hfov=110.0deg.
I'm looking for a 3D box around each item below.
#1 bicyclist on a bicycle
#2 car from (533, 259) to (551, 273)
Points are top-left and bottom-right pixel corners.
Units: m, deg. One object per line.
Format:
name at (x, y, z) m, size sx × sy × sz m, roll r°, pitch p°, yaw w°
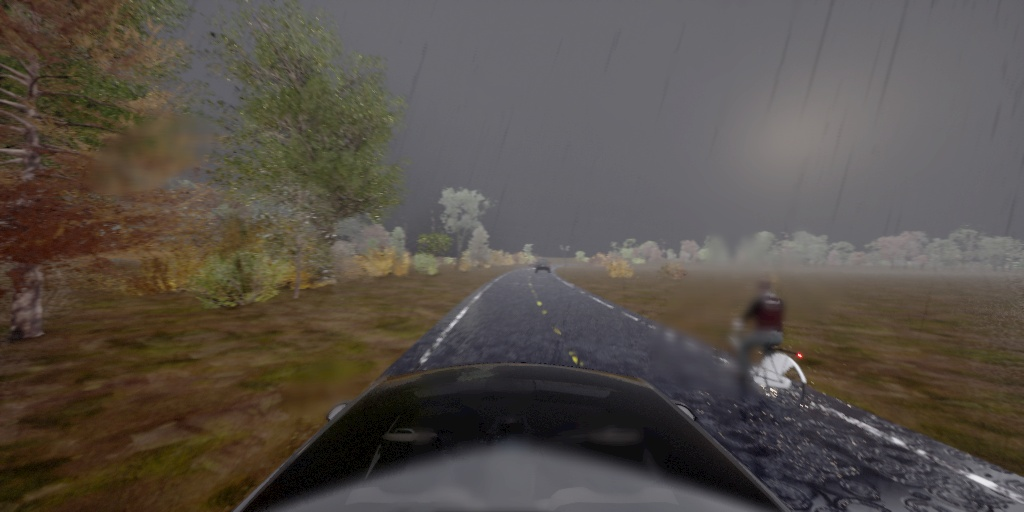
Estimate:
bicyclist on a bicycle at (3.696, 1.219, 5.476) m, size 0.659 × 1.776 × 1.843 m, roll 1°, pitch 0°, yaw -1°
car at (4.553, 1.420, 52.793) m, size 2.150 × 2.045 × 5.566 m, roll 1°, pitch 0°, yaw 5°
